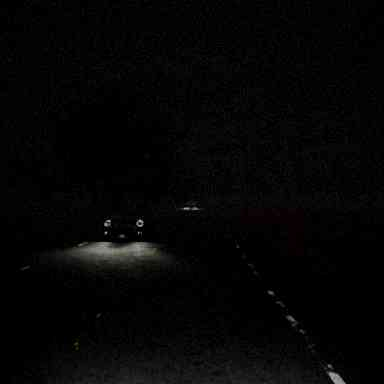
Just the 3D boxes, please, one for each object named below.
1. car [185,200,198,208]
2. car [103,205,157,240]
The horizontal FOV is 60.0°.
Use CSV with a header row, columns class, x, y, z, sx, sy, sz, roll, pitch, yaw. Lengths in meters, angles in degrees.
class,x,y,z,sx,sy,sz,roll,pitch,yaw
car,-0.034,2.099,58.288,1.812,1.442,4.674,0,-1,7
car,-3.211,1.523,17.921,2.097,1.767,4.553,0,-1,2
